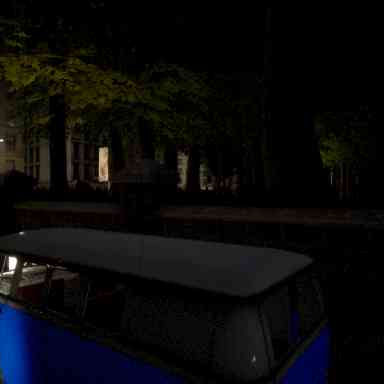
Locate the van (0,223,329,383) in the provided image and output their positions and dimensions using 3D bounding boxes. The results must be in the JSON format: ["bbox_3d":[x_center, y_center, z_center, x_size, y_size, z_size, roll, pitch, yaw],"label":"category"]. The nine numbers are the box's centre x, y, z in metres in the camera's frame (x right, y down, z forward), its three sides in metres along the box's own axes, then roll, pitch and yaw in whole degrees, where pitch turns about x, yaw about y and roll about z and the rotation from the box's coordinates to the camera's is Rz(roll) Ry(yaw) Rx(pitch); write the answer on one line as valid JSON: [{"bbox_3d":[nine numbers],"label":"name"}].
[{"bbox_3d":[-0.719,1.341,3.374,3.998,1.788,1.690,0,0,36],"label":"van"}]
